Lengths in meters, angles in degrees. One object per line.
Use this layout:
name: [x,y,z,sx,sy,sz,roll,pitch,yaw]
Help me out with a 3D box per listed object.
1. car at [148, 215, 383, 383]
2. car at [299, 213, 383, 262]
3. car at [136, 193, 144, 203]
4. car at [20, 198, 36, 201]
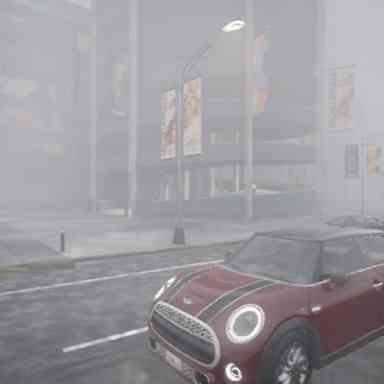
car: [1.604,1.374,5.188,4.553,1.767,2.097,0,0,-36]
car: [6.292,1.627,12.952,4.181,1.385,1.994,0,0,-37]
car: [-11.250,1.169,63.799,2.435,2.045,5.566,0,0,-36]
car: [-25.751,1.511,52.280,1.895,1.301,4.718,0,0,-36]
